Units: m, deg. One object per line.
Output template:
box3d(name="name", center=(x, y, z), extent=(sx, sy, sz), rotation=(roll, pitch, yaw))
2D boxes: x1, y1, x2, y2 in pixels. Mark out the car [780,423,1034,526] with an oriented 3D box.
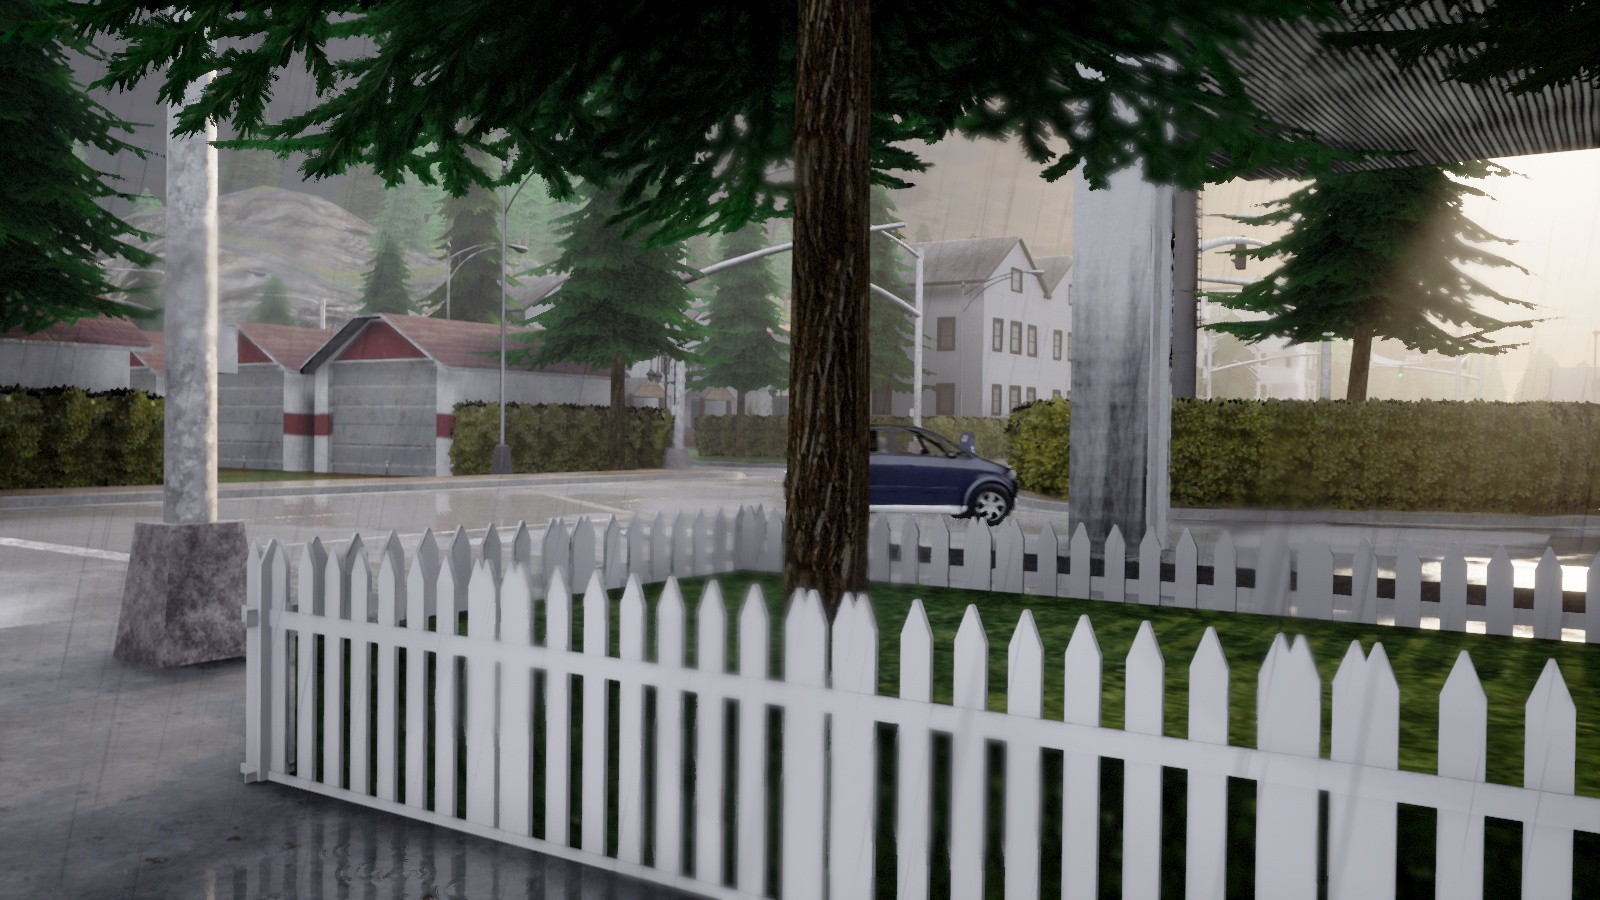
box3d(name="car", center=(1.655, 0.358, 20.067), extent=(3.705, 1.549, 1.789), rotation=(0, 1, -9))
